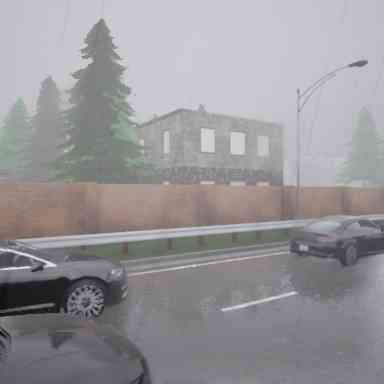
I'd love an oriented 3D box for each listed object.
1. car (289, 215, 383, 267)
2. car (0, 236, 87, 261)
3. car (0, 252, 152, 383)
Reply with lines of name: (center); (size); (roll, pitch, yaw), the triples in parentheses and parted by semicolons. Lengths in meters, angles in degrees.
car: (5.321, 1.522, 11.347); (4.674, 1.442, 1.812); (0, 0, -33)
car: (-3.528, 1.492, 5.590); (4.902, 1.511, 2.128); (0, 0, -33)
car: (-2.591, 1.505, 2.024); (4.892, 1.490, 1.837); (0, 0, -33)
